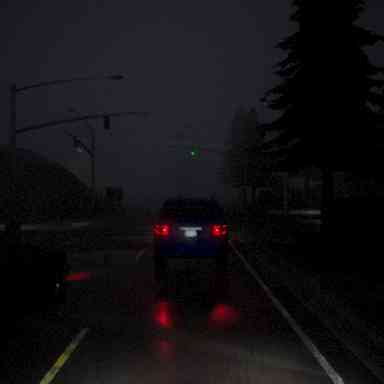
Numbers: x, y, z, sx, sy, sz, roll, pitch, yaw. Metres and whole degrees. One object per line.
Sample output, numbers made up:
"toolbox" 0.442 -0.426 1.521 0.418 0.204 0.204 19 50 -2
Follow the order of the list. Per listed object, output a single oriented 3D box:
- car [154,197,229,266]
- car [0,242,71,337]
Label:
"car" -0.016 1.186 11.474 2.150 2.045 5.566 0 0 0
"car" -3.669 1.618 5.464 2.033 1.411 5.357 -2 0 -2
